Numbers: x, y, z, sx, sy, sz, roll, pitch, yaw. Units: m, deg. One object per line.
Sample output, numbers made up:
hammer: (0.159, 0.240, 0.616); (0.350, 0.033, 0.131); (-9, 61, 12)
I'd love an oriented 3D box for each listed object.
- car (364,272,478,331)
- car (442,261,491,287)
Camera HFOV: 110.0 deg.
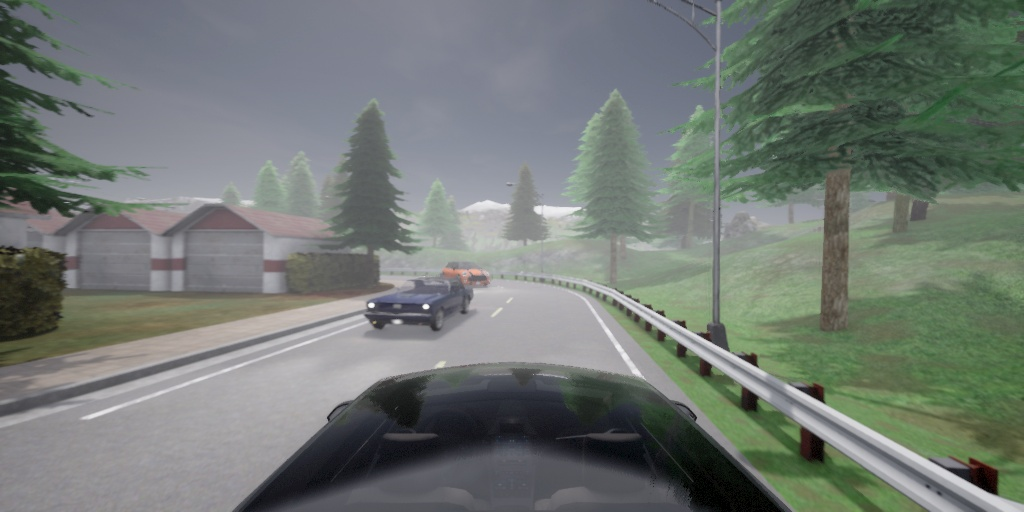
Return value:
car: (-2.601, 1.352, 11.153); (1.895, 1.301, 4.718); (1, 0, 7)
car: (-3.210, 1.137, 24.586); (2.097, 1.767, 4.553); (0, 0, -30)
